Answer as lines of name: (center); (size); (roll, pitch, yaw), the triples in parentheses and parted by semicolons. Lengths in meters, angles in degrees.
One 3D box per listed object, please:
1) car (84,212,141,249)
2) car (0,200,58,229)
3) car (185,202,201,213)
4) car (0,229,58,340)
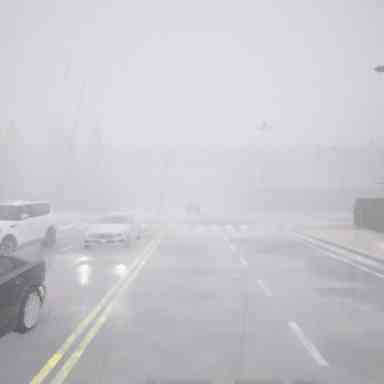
car: (-3.499, 1.668, 15.429); (1.812, 1.442, 4.674); (0, -1, 0)
car: (-7.030, 1.338, 12.596); (2.150, 2.045, 5.566); (0, -1, 0)
car: (0.110, 1.964, 42.515); (1.895, 1.301, 4.718); (0, -1, 0)
car: (-3.586, 1.516, 4.077); (1.882, 1.535, 5.008); (0, -1, 0)
